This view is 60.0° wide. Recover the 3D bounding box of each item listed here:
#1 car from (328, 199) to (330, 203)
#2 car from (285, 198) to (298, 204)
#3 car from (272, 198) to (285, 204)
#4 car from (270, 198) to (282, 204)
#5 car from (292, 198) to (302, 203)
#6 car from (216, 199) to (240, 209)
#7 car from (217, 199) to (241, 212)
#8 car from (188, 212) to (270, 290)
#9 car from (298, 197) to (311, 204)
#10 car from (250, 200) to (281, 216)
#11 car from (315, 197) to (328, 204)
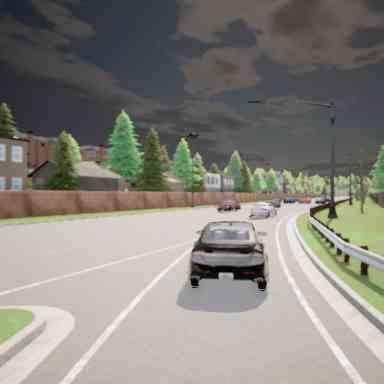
[{"bbox_3d":[34.162,2.045,85.371,1.837,1.490,4.892,0,0,27],"label":"car"},{"bbox_3d":[23.145,2.097,79.353,1.882,1.535,5.008,0,0,27],"label":"car"},{"bbox_3d":[12.068,1.882,50.240,2.128,1.511,4.902,0,-1,27],"label":"car"},{"bbox_3d":[21.001,2.170,82.815,1.812,1.442,4.674,0,0,27],"label":"car"},{"bbox_3d":[27.965,2.161,88.625,1.895,1.301,4.718,0,0,27],"label":"car"},{"bbox_3d":[5.857,1.902,53.466,2.128,1.511,4.902,0,-1,27],"label":"car"},{"bbox_3d":[5.034,1.943,44.296,1.895,1.301,4.718,0,0,27],"label":"car"},{"bbox_3d":[1.088,1.566,9.395,2.128,1.511,4.902,0,0,9],"label":"car"},{"bbox_3d":[27.198,1.980,79.562,2.097,1.767,4.553,0,0,27],"label":"car"},{"bbox_3d":[7.131,1.784,33.148,1.812,1.442,4.674,0,0,27],"label":"car"},{"bbox_3d":[29.562,2.198,76.520,1.895,1.301,4.718,0,0,27],"label":"car"}]
